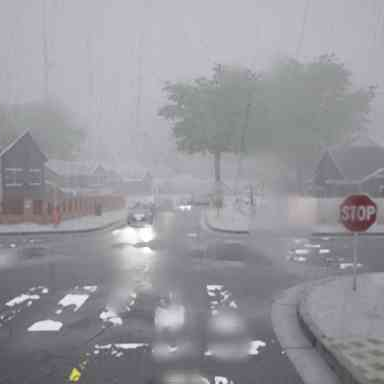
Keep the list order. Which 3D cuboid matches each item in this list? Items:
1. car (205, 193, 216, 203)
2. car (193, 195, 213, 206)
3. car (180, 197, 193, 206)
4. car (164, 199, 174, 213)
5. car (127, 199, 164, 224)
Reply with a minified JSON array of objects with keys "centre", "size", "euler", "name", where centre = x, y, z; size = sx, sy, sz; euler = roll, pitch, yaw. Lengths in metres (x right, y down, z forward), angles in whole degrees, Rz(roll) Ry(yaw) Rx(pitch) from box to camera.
[{"centre":[3.753,1.303,66.455],"size":[2.150,2.045,5.566],"euler":[1,0,13],"name":"car"},{"centre":[1.888,1.644,56.687],"size":[1.994,1.385,4.181],"euler":[0,0,10],"name":"car"},{"centre":[-0.753,1.552,57.556],"size":[2.128,1.511,4.902],"euler":[0,0,10],"name":"car"},{"centre":[-3.150,1.532,36.856],"size":[1.837,1.490,4.892],"euler":[0,0,4],"name":"car"},{"centre":[-3.536,1.503,24.597],"size":[2.128,1.511,4.902],"euler":[0,0,0],"name":"car"}]
